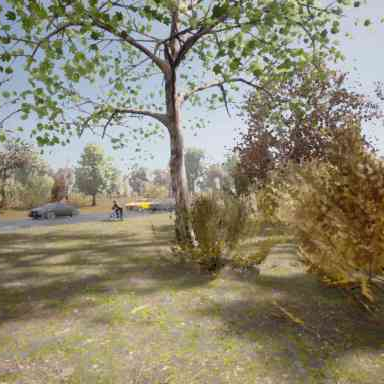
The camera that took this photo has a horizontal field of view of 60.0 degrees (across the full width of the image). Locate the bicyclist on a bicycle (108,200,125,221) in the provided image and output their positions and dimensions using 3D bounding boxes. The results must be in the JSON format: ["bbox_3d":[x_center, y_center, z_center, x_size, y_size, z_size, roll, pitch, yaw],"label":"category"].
[{"bbox_3d":[-5.933,1.483,26.076,1.656,1.620,0.582,0,0,27],"label":"bicyclist on a bicycle"}]

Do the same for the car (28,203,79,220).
[{"bbox_3d":[-11.786,1.603,28.565,1.994,1.385,4.181,0,0,27],"label":"car"}]

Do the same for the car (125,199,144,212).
[{"bbox_3d":[-6.016,1.542,39.939,1.882,1.535,5.008,0,0,27],"label":"car"}]

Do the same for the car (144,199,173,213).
[{"bbox_3d":[-2.981,1.605,38.865,2.033,1.411,5.357,0,0,27],"label":"car"}]
